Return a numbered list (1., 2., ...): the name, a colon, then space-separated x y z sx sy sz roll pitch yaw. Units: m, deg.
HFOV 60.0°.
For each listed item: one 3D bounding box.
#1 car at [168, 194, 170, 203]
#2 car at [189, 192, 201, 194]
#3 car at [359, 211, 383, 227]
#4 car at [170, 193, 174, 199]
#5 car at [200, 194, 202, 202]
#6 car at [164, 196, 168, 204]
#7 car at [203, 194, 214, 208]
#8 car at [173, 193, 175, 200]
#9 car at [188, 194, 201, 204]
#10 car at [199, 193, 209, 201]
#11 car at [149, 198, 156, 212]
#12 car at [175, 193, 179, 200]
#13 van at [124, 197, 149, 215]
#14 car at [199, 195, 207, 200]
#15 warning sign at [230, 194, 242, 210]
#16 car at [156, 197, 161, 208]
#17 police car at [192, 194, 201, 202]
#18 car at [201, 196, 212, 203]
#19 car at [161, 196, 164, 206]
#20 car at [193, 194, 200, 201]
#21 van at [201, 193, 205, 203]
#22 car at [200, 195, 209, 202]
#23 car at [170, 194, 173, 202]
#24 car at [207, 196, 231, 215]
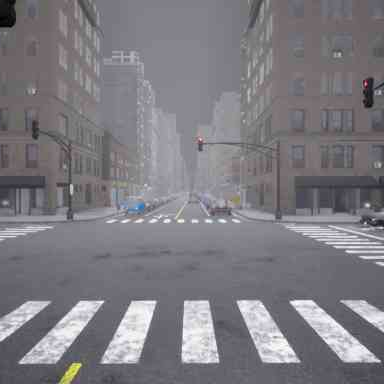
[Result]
1. car: -5.604 1.527 61.595 1.752 1.417 4.829 0 0 0
2. car: 0.303 1.038 72.994 2.150 2.045 5.566 0 0 0
3. car: 13.453 1.561 20.724 5.357 1.411 2.033 0 0 0
4. car: -5.555 1.543 73.101 1.887 1.381 4.507 0 0 0
5. car: 2.923 1.526 61.905 1.752 1.417 4.829 0 0 0
6. car: -5.627 1.568 56.097 1.947 1.339 4.313 0 0 0
7. car: 2.851 1.443 44.728 1.967 1.590 4.097 0 0 0
8. car: -5.532 1.521 78.599 1.752 1.417 4.829 0 0 0
9. car: 0.261 1.565 62.960 1.994 1.385 4.181 0 0 0
10. car: 3.018 1.308 84.413 2.192 1.841 5.009 0 0 0
11. car: -5.698 1.442 39.092 1.967 1.590 4.097 0 0 0
12. car: -5.484 1.306 90.106 2.192 1.841 5.009 0 0 0
13. van: -5.722 1.343 33.423 1.690 1.788 3.998 0 0 0
14. car: 3.042 1.557 90.083 1.947 1.339 4.313 0 0 0
15. warning sign: 5.230 1.118 39.374 1.300 1.860 1.060 0 0 0
16. car: -5.674 1.568 44.760 1.947 1.339 4.313 0 0 0
17. police car: 1.126 1.421 79.487 1.930 1.638 5.238 0 0 -1
18. car: 2.947 1.551 67.405 2.008 1.369 4.403 0 0 0
19. car: -5.651 1.585 50.428 1.802 1.307 4.206 0 0 0
20. car: 1.159 1.447 89.582 1.801 1.575 5.366 0 0 0
21. van: 2.899 1.343 56.066 1.690 1.788 3.998 0 0 0
22. car: 2.994 1.436 78.744 1.967 1.590 4.097 0 0 0
23. car: -5.579 1.566 67.433 1.947 1.339 4.313 0 0 0
24. car: 2.804 1.442 33.390 1.967 1.590 4.097 0 0 0
